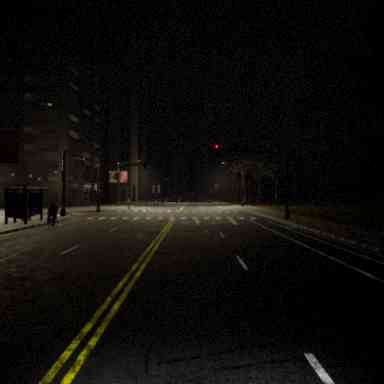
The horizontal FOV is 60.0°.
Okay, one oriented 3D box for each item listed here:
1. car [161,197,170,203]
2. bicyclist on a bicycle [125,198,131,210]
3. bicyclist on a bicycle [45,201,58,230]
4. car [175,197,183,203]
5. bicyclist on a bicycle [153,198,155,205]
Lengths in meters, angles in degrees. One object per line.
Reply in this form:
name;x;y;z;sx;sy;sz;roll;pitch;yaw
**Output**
car;-6.534;1.951;84.504;1.812;1.442;4.674;0;-1;0
bicyclist on a bicycle;-8.779;1.683;46.015;0.866;1.612;1.509;0;-1;0
bicyclist on a bicycle;-8.758;1.462;20.700;0.659;1.776;1.843;0;0;0
car;-3.284;1.952;84.505;2.128;1.511;4.902;0;-1;0
bicyclist on a bicycle;-8.781;2.145;76.466;0.582;1.620;1.656;0;0;0
